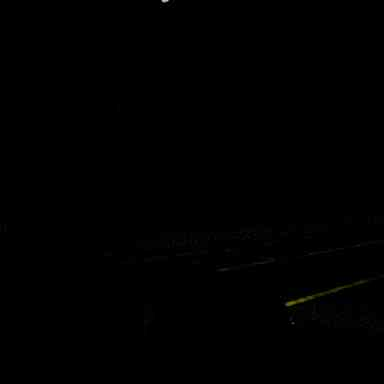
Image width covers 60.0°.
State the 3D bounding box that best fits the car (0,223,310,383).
[{"bbox_3d":[-1.564,1.223,2.317,5.566,2.045,2.150,0,0,-36],"label":"car"}]
